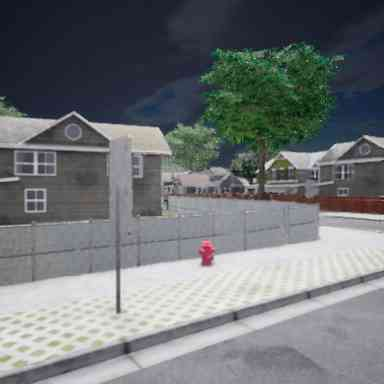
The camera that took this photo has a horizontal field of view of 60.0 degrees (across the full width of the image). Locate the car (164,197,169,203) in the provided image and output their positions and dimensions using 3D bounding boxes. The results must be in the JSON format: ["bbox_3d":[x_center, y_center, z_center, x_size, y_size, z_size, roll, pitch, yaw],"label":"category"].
[{"bbox_3d":[-5.432,1.315,56.561,1.895,1.301,4.718,0,0,-22],"label":"car"}]
